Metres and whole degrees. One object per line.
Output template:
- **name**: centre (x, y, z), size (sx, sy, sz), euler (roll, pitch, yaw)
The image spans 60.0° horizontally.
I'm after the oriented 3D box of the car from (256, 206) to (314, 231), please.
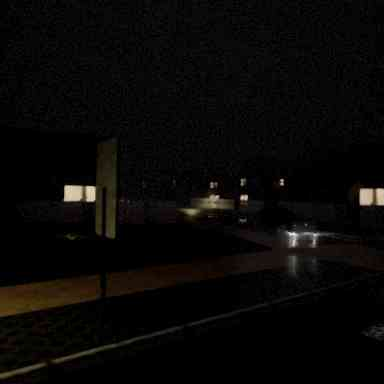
- **car**: centre (6.101, 1.722, 22.431), size (1.837, 1.490, 4.892), euler (1, 0, -20)
